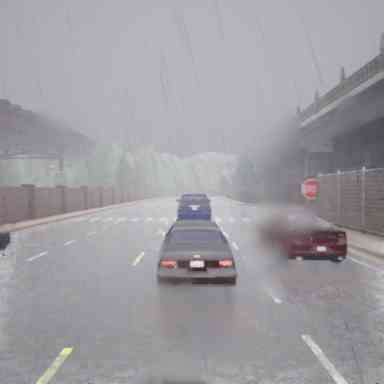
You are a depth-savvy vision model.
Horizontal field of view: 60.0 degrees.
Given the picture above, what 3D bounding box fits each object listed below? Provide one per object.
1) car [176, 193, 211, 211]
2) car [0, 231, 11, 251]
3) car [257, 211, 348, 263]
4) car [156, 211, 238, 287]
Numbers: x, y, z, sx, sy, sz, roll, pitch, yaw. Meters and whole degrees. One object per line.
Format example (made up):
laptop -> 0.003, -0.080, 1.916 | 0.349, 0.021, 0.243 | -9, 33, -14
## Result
car -> 0.117, 1.100, 22.924 | 2.150, 2.045, 5.566 | 0, 0, -1
car -> -7.092, 1.553, 9.092 | 1.895, 1.301, 4.718 | 0, 0, 0
car -> 3.597, 1.416, 11.716 | 1.882, 1.535, 5.008 | 0, 0, 0
car -> 0.075, 1.498, 9.264 | 2.033, 1.411, 5.357 | 0, 0, -1
